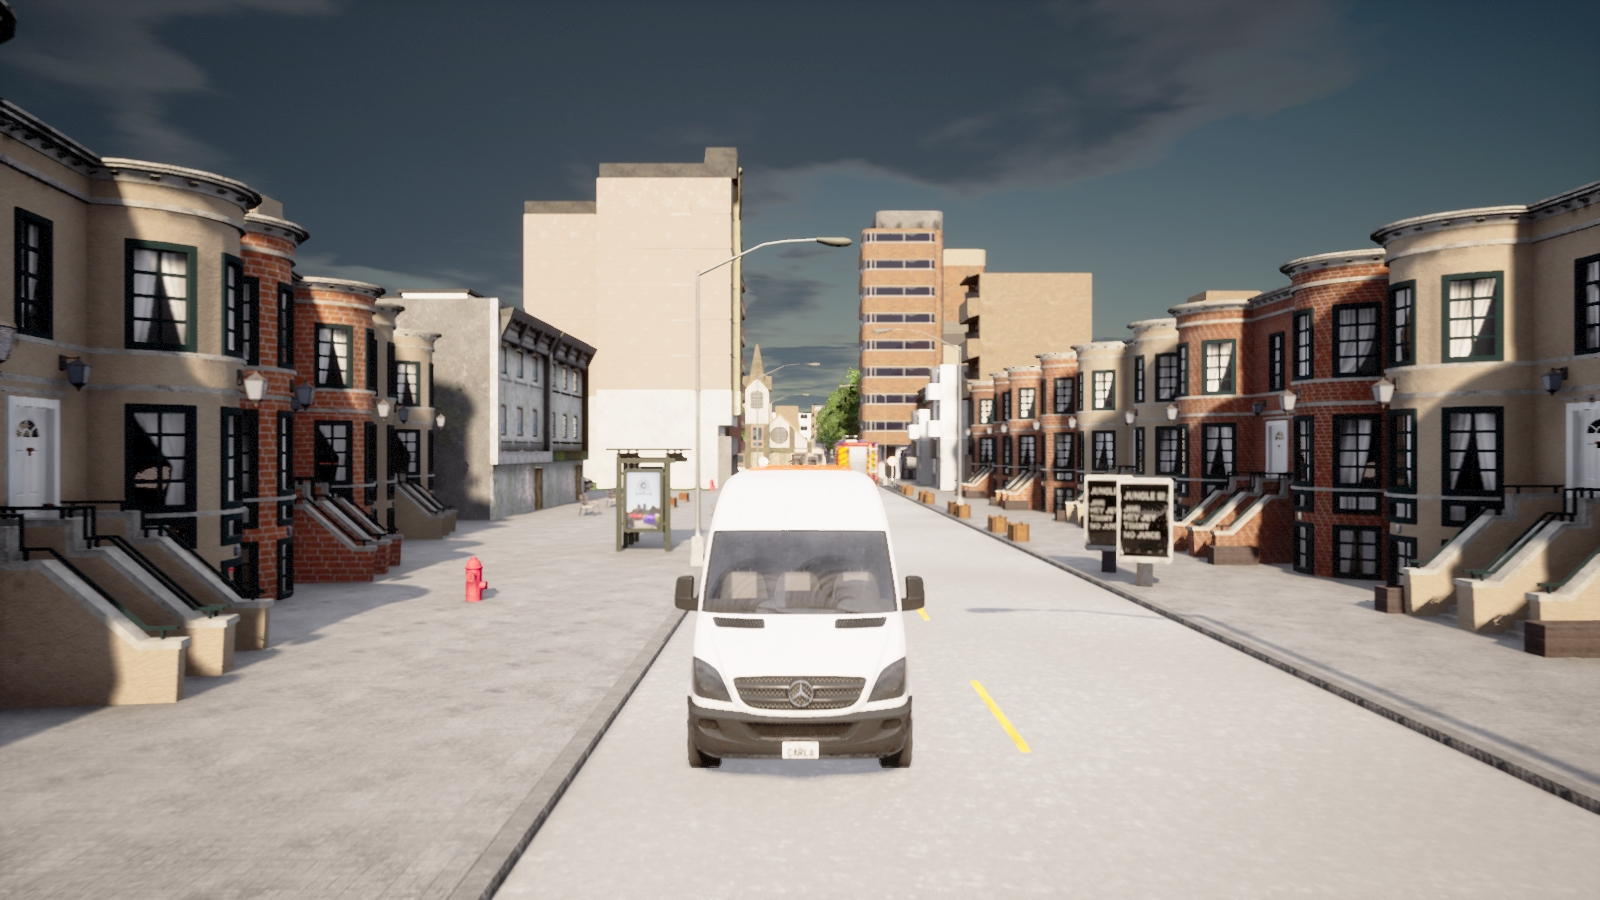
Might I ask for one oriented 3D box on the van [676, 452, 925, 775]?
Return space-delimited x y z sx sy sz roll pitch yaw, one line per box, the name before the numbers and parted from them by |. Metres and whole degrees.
van | 0.005 1.314 12.099 1.988 2.561 5.915 0 0 0
